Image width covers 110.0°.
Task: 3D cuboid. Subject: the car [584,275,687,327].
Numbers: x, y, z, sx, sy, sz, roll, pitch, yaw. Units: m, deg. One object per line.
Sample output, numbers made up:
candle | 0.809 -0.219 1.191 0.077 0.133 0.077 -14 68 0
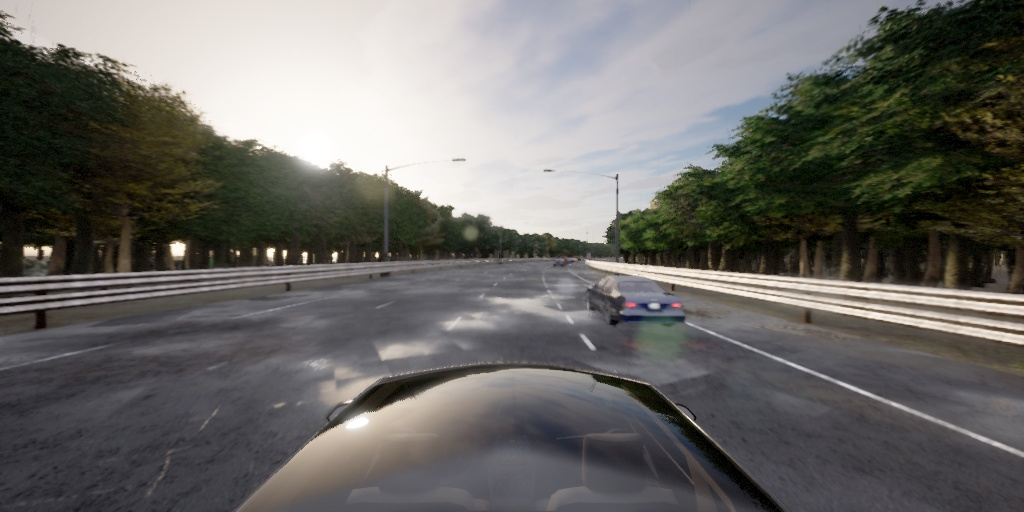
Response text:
car | 3.695 1.326 11.698 2.033 1.411 5.357 0 0 1
